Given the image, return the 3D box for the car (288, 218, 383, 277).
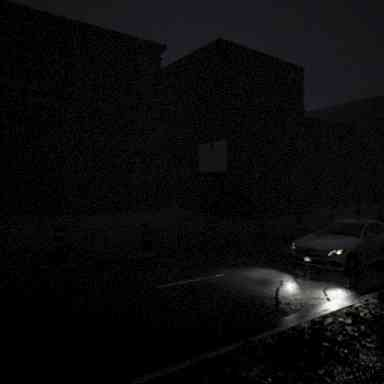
[{"bbox_3d":[5.053,1.579,10.609,4.674,1.442,1.812,0,0,-37],"label":"car"}]
